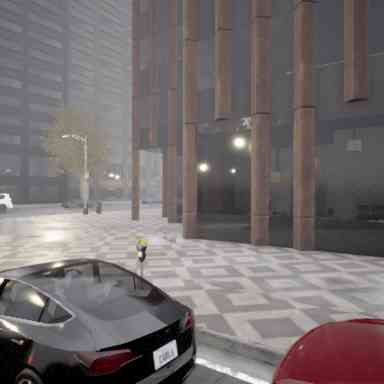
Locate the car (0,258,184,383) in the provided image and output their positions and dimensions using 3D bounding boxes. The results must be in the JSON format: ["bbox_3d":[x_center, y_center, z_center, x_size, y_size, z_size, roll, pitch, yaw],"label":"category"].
[{"bbox_3d":[-1.937,1.566,4.346,4.313,1.339,1.947,0,0,36],"label":"car"}]

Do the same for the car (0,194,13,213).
[{"bbox_3d":[-21.299,1.180,33.815,2.150,2.045,5.566,0,0,35],"label":"car"}]

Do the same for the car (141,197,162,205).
[{"bbox_3d":[-6.470,1.469,54.632,1.994,1.385,4.181,0,0,36],"label":"car"}]

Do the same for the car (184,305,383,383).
[{"bbox_3d":[2.650,1.315,1.069,5.009,1.841,2.192,0,0,36],"label":"car"}]

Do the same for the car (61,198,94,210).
[{"bbox_3d":[-14.743,1.497,43.031,1.994,1.385,4.181,0,0,36],"label":"car"}]
